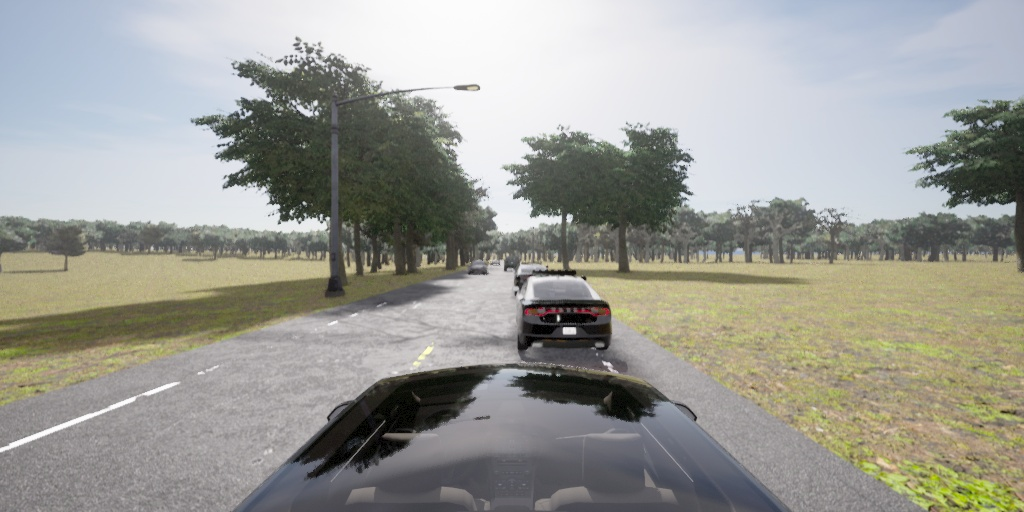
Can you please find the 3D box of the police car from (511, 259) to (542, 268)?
[{"bbox_3d":[1.044,1.134,19.127,1.930,1.638,5.238,0,0,0],"label":"police car"}]

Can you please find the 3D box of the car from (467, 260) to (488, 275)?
[{"bbox_3d":[-3.606,1.231,38.272,1.837,1.490,4.892,0,0,0],"label":"car"}]

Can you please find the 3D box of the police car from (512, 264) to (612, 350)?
[{"bbox_3d":[1.048,1.157,9.125,1.930,1.638,5.238,0,0,0],"label":"police car"}]

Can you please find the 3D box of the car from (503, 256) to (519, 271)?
[{"bbox_3d":[0.018,1.002,48.486,2.150,2.045,5.566,0,0,0],"label":"car"}]
